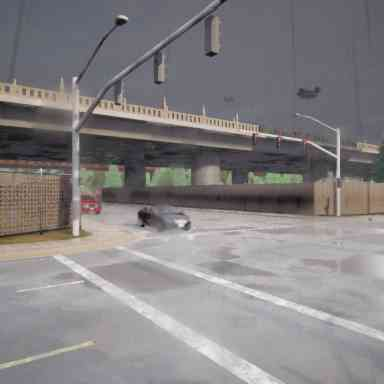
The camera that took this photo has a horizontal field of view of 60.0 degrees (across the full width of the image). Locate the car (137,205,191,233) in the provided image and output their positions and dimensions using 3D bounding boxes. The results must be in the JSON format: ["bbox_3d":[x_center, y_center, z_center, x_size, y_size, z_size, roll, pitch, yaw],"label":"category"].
[{"bbox_3d":[-1.806,1.545,20.130,2.128,1.511,4.902,0,0,-30],"label":"car"}]

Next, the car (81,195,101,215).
[{"bbox_3d":[-11.128,1.279,33.886,2.150,2.045,5.566,0,0,-36],"label":"car"}]

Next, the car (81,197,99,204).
[{"bbox_3d":[-19.747,1.619,64.291,1.994,1.385,4.181,0,0,-36],"label":"car"}]
